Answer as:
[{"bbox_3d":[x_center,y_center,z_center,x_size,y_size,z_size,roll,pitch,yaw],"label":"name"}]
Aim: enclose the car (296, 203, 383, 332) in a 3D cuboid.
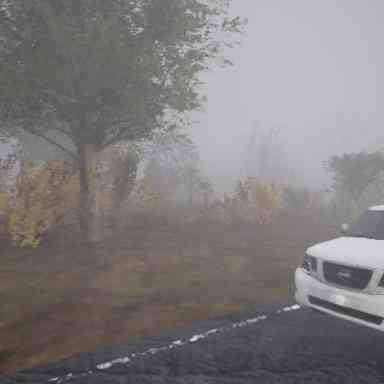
[{"bbox_3d":[4.446,1.218,6.417,5.566,2.045,2.150,0,0,-34],"label":"car"}]
